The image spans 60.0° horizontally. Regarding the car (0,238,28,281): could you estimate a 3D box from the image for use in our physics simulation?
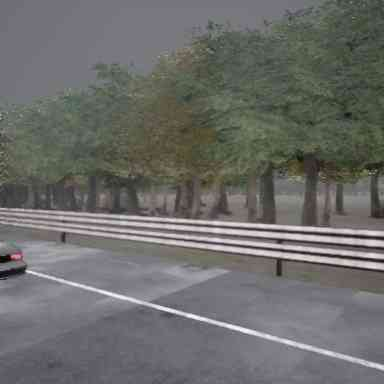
[{"bbox_3d":[-6.400,1.548,8.683,5.357,1.411,2.033,0,0,37],"label":"car"}]
